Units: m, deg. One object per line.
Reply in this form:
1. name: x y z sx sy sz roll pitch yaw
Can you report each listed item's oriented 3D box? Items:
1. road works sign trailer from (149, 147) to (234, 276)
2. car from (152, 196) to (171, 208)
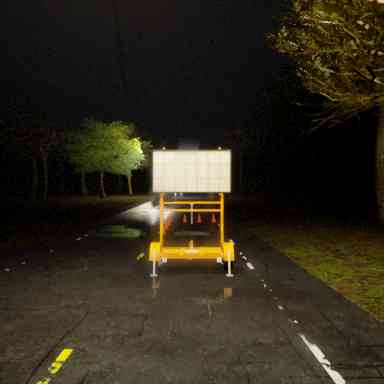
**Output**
1. road works sign trailer: -0.006 0.433 10.176 2.380 3.560 2.880 0 0 0
2. car: -3.627 1.202 39.795 1.895 1.301 4.718 0 1 0
